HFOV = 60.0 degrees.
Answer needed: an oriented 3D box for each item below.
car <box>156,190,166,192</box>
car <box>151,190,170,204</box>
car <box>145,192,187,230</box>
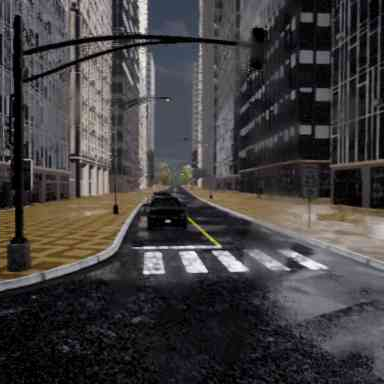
[{"bbox_3d":[-2.509,0.726,27.058,1.837,1.490,4.892,0,2,-6],"label":"car"},{"bbox_3d":[-3.451,0.517,37.031,1.994,1.385,4.181,0,2,-5],"label":"car"},{"bbox_3d":[-1.378,0.959,17.278,1.882,1.535,5.008,0,1,-7],"label":"car"}]
